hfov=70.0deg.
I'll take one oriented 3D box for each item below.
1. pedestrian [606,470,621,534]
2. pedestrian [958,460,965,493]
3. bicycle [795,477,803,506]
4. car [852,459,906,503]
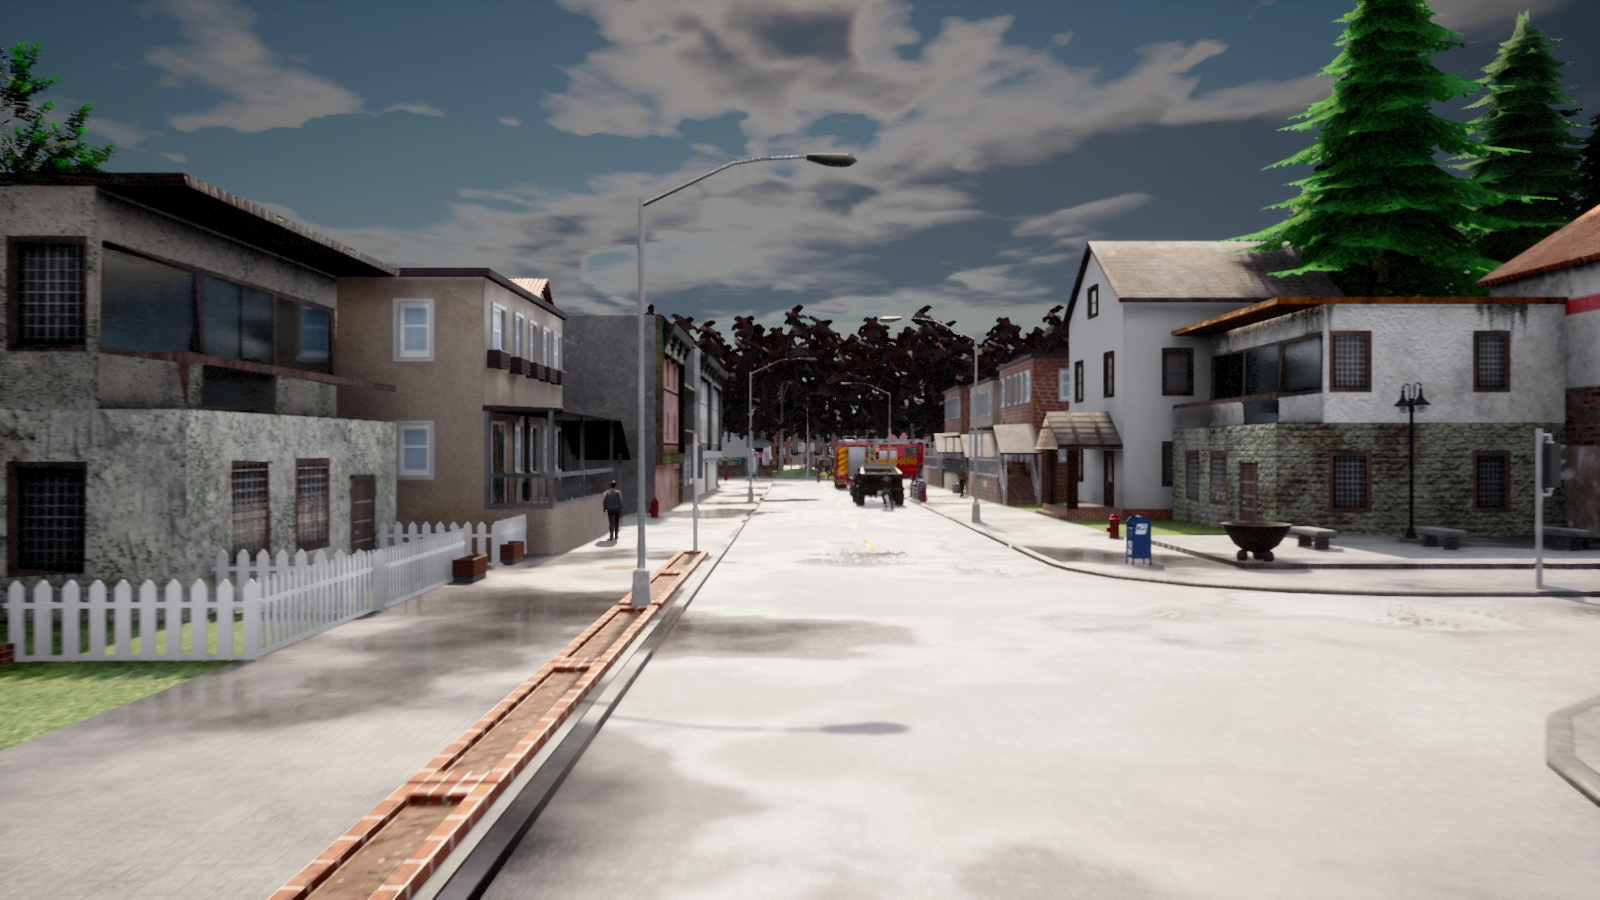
[{"bbox_3d":[-5.477,1.523,33.567,0.375,1.860,0.375,0,0,4],"label":"pedestrian"},{"bbox_3d":[9.171,1.524,64.825,0.375,1.860,0.375,0,0,1],"label":"pedestrian"},{"bbox_3d":[-0.042,1.940,53.164,0.329,1.271,1.835,0,0,0],"label":"bicycle"},{"bbox_3d":[4.006,1.533,59.210,2.390,2.098,6.274,0,0,0],"label":"car"}]
